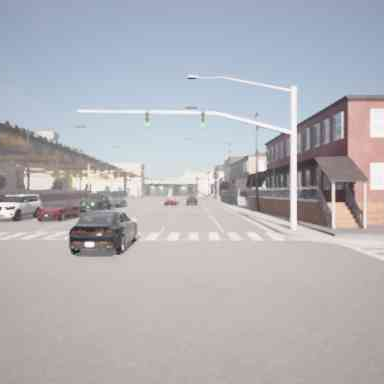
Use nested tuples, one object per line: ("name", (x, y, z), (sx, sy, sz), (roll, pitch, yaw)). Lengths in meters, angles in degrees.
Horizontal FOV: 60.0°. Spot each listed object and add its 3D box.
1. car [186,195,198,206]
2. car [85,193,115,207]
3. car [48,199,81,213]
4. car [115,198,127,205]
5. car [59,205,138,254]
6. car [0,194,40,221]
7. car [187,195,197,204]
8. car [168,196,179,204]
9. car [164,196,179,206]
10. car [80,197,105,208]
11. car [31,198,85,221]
("car", (0.002, 1.437, 54.050), (1.837, 1.490, 4.892), (0, 0, 0))
("car", (-10.531, 1.177, 36.532), (2.150, 2.045, 5.566), (0, 0, 0))
("car", (-14.026, 1.519, 36.784), (1.994, 1.385, 4.181), (0, 0, 0))
("car", (-10.500, 1.490, 47.223), (2.033, 1.411, 5.357), (0, 0, 0))
("car", (-3.399, 1.488, 13.441), (1.837, 1.490, 4.892), (0, 0, 0))
("car", (-14.088, 1.189, 26.770), (2.150, 2.045, 5.566), (0, 0, 0))
("car", (0.000, 1.401, 64.348), (1.882, 1.535, 5.008), (0, 0, 0))
("car", (-3.500, 1.449, 64.289), (1.812, 1.442, 4.674), (0, 0, 0))
("car", (-3.500, 1.536, 54.193), (1.895, 1.301, 4.718), (0, 0, 0))
("car", (-14.000, 1.434, 47.096), (2.128, 1.511, 4.902), (0, 0, 0))
("car", (-10.587, 1.445, 26.648), (1.882, 1.535, 5.008), (0, 0, 0))
